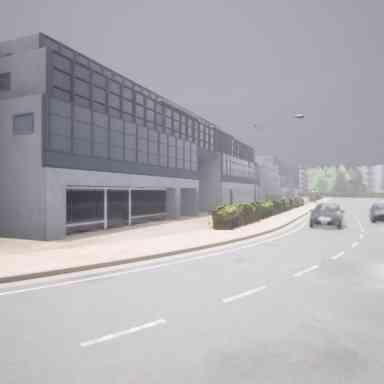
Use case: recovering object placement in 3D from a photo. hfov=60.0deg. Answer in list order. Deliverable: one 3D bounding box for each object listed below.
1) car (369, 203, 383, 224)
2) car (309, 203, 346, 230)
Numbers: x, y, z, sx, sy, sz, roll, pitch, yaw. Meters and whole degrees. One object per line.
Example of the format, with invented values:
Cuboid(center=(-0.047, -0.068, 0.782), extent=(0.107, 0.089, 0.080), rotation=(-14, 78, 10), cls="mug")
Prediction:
Cuboid(center=(14.262, 1.547, 24.780), extent=(2.033, 1.411, 5.357), rotation=(0, 0, 25), cls="car")
Cuboid(center=(8.761, 1.491, 21.446), extent=(2.128, 1.511, 4.902), rotation=(0, 0, 27), cls="car")
